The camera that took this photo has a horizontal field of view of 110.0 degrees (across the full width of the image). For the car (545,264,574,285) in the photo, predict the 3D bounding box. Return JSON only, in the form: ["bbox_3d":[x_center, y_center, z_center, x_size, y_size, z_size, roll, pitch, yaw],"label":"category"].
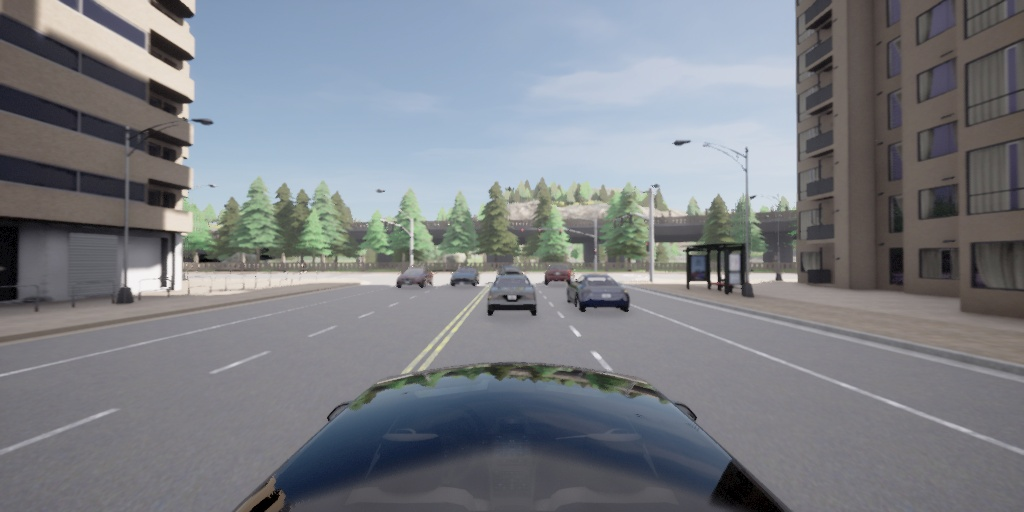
[{"bbox_3d":[4.095,1.411,30.052,2.097,1.767,4.553,0,-1,14],"label":"car"}]

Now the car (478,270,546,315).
[{"bbox_3d":[0.012,1.437,14.334,2.033,1.411,5.357,0,-1,0],"label":"car"}]

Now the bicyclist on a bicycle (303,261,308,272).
[{"bbox_3d":[-29.452,1.539,51.030,0.582,1.620,1.656,0,0,1],"label":"bicyclist on a bicycle"}]

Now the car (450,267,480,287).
[{"bbox_3d":[-3.504,1.586,27.757,2.033,1.411,5.357,0,-1,0],"label":"car"}]

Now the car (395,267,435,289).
[{"bbox_3d":[-7.017,1.548,26.398,1.812,1.442,4.674,0,-1,0],"label":"car"}]

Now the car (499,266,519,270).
[{"bbox_3d":[-0.307,1.569,30.271,1.837,1.490,4.892,0,0,-8],"label":"car"}]

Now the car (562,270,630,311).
[{"bbox_3d":[3.520,1.465,15.287,1.994,1.385,4.181,0,-1,1],"label":"car"}]
